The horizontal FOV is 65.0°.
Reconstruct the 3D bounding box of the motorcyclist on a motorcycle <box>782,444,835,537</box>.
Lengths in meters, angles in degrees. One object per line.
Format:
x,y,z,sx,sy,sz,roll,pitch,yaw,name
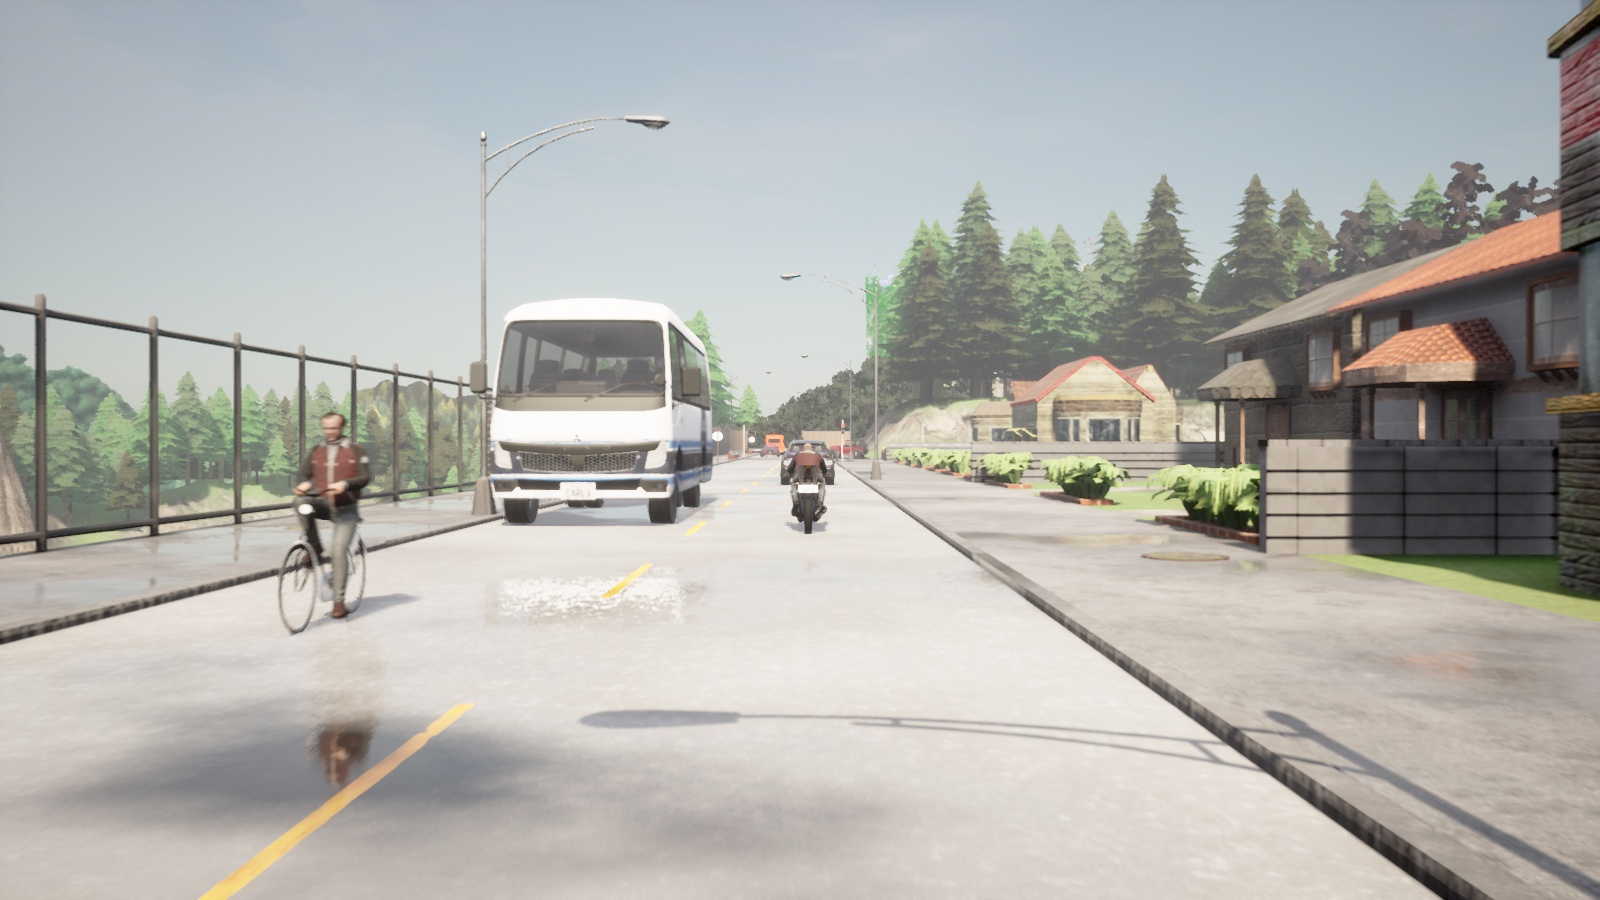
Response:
0.139,0.659,21.673,0.866,1.530,2.191,0,0,0,motorcyclist on a motorcycle

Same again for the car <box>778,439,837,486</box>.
0.278,0.416,46.187,2.033,1.649,4.856,0,0,0,car

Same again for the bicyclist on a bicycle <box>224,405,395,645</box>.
-3.927,0.556,10.216,0.659,1.776,1.843,0,0,0,bicyclist on a bicycle

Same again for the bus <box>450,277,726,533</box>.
-3.835,-0.780,26.091,3.944,4.253,10.273,0,0,0,bus
